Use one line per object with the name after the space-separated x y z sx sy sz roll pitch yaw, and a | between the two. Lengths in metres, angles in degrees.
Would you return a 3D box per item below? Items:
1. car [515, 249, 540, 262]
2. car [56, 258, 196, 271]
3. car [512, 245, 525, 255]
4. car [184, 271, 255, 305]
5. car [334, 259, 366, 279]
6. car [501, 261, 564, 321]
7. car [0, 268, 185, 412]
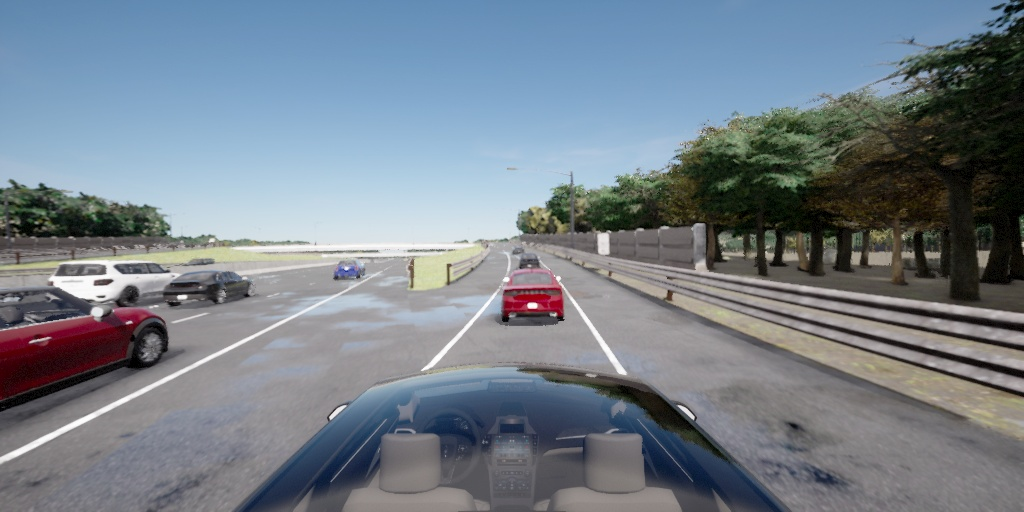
1.479 0.467 32.156 1.837 1.490 4.892 -1 3 1 | car
-17.437 1.208 16.256 2.150 2.045 5.566 -1 0 -15 | car
1.018 -1.047 57.882 2.128 1.511 4.902 -1 4 -3 | car
-13.971 1.414 16.857 1.837 1.490 4.892 -1 0 -15 | car
-14.640 1.090 32.581 2.097 1.767 4.553 -1 1 -15 | car
0.708 1.179 12.486 1.882 1.535 5.008 -1 1 3 | car
-7.347 1.206 5.029 2.097 1.767 4.553 -1 0 -15 | car
